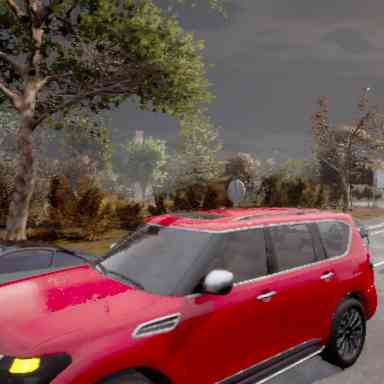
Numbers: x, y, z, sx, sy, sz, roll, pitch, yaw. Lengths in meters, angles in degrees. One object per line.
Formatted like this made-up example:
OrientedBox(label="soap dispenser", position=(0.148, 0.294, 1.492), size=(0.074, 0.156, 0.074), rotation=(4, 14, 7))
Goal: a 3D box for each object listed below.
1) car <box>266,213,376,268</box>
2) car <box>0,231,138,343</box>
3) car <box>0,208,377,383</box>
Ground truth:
OrientedBox(label="car", position=(5.049, 1.660, 12.633), size=(4.892, 1.490, 1.837), rotation=(1, -1, -41))
OrientedBox(label="car", position=(-3.334, 1.626, 6.032), size=(4.181, 1.385, 1.994), rotation=(0, -1, -37))
OrientedBox(label="car", position=(0.231, 1.268, 4.295), size=(5.566, 2.045, 2.150), rotation=(1, -1, -37))
